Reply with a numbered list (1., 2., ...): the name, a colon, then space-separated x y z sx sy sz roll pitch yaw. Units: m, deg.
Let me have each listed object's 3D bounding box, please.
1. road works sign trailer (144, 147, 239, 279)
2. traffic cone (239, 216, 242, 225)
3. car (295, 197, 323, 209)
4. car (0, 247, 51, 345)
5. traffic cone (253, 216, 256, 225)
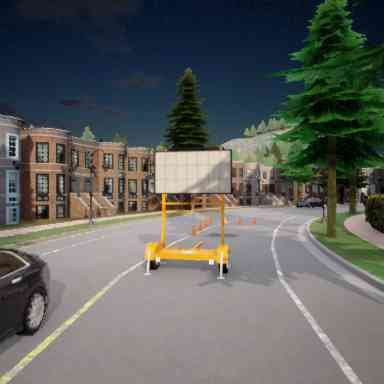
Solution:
1. road works sign trailer: 0.058 0.463 10.168 2.380 3.560 2.880 0 0 12
2. traffic cone: 3.266 1.953 22.776 0.340 0.580 0.340 0 0 12
3. car: 15.757 1.503 44.429 4.892 1.490 1.837 0 0 -38
4. car: -3.429 1.505 3.930 1.837 1.490 4.892 0 0 2
5. traffic cone: 4.243 1.954 22.569 0.340 0.580 0.340 0 0 12
